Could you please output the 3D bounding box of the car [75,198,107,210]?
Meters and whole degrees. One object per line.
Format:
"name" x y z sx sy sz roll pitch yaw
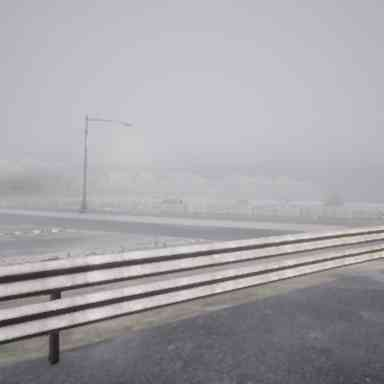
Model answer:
"car" -13.739 1.601 45.268 5.008 1.535 1.882 1 -1 29

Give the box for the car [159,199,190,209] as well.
"car" -1.323 1.442 35.539 4.553 1.767 2.097 1 -1 22
